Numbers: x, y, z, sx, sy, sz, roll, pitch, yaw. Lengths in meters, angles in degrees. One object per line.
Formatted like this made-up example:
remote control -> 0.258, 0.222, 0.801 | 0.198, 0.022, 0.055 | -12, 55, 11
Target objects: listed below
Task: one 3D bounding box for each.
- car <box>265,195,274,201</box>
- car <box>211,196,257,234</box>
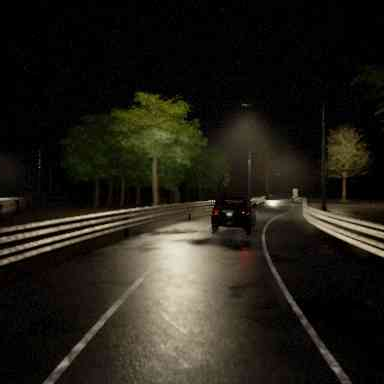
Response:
car -> 20.573, 1.496, 88.298 | 2.128, 1.511, 4.902 | 0, 0, 3
car -> 2.523, 1.228, 19.507 | 2.150, 2.045, 5.566 | 0, 0, 14
